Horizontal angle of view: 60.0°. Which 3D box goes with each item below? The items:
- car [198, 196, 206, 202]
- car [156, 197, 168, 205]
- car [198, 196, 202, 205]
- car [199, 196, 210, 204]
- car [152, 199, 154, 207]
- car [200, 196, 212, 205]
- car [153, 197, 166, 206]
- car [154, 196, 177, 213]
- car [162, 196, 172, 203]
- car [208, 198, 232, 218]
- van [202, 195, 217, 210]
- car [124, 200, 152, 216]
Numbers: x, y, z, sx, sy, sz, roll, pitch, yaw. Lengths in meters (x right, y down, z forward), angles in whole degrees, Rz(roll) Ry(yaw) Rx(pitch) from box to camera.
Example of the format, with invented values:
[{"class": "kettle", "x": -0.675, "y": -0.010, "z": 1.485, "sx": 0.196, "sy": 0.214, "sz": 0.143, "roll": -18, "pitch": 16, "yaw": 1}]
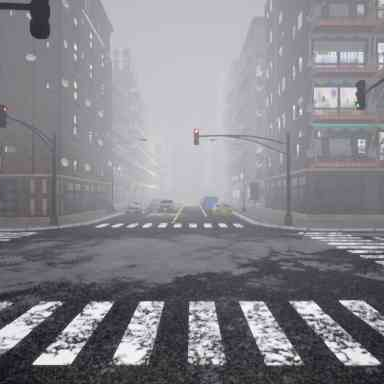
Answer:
[{"class": "car", "x": 2.464, "y": 1.640, "z": 83.672, "sx": 1.887, "sy": 1.381, "sz": 4.507, "roll": 1, "pitch": 0, "yaw": 0}, {"class": "car", "x": -5.387, "y": 1.637, "z": 60.983, "sx": 1.802, "sy": 1.307, "sz": 4.206, "roll": 1, "pitch": 0, "yaw": 0}, {"class": "car", "x": 2.511, "y": 1.354, "z": 49.736, "sx": 2.192, "sy": 1.841, "sz": 5.009, "roll": 1, "pitch": 0, "yaw": 0}, {"class": "car", "x": 2.486, "y": 1.614, "z": 66.704, "sx": 2.008, "sy": 1.369, "sz": 4.403, "roll": 1, "pitch": 0, "yaw": 0}, {"class": "car", "x": -5.372, "y": 1.621, "z": 49.667, "sx": 1.802, "sy": 1.307, "sz": 4.206, "roll": 1, "pitch": 0, "yaw": 0}, {"class": "car", "x": 2.495, "y": 1.495, "z": 61.048, "sx": 1.967, "sy": 1.590, "sz": 4.097, "roll": 1, "pitch": 0, "yaw": 0}, {"class": "car", "x": -5.378, "y": 1.572, "z": 55.155, "sx": 1.752, "sy": 1.417, "sz": 4.829, "roll": 1, "pitch": 0, "yaw": 0}, {"class": "car", "x": -2.799, "y": 1.549, "z": 37.043, "sx": 1.837, "sy": 1.490, "sz": 4.892, "roll": 0, "pitch": 0, "yaw": 0}, {"class": "car", "x": -5.401, "y": 1.624, "z": 72.298, "sx": 2.008, "sy": 1.369, "sz": 4.403, "roll": 1, "pitch": 0, "yaw": 0}, {"class": "car", "x": 2.664, "y": 1.542, "z": 30.249, "sx": 1.752, "sy": 1.417, "sz": 4.829, "roll": 1, "pitch": 0, "yaw": 0}, {"class": "van", "x": 2.551, "y": 1.373, "z": 44.082, "sx": 1.690, "sy": 1.788, "sz": 3.998, "roll": 1, "pitch": 0, "yaw": 0}, {"class": "car", "x": -5.479, "y": 1.570, "z": 32.693, "sx": 2.008, "sy": 1.369, "sz": 4.403, "roll": 1, "pitch": 0, "yaw": 0}]
